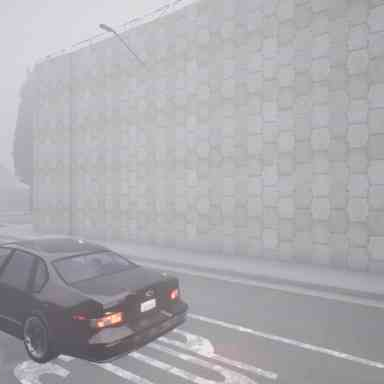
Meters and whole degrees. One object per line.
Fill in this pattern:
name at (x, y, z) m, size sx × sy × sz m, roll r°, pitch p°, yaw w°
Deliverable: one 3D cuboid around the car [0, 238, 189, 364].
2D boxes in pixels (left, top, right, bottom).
car at (-2.628, 1.547, 5.852) m, size 5.357 × 1.411 × 2.033 m, roll 0°, pitch 0°, yaw 35°
